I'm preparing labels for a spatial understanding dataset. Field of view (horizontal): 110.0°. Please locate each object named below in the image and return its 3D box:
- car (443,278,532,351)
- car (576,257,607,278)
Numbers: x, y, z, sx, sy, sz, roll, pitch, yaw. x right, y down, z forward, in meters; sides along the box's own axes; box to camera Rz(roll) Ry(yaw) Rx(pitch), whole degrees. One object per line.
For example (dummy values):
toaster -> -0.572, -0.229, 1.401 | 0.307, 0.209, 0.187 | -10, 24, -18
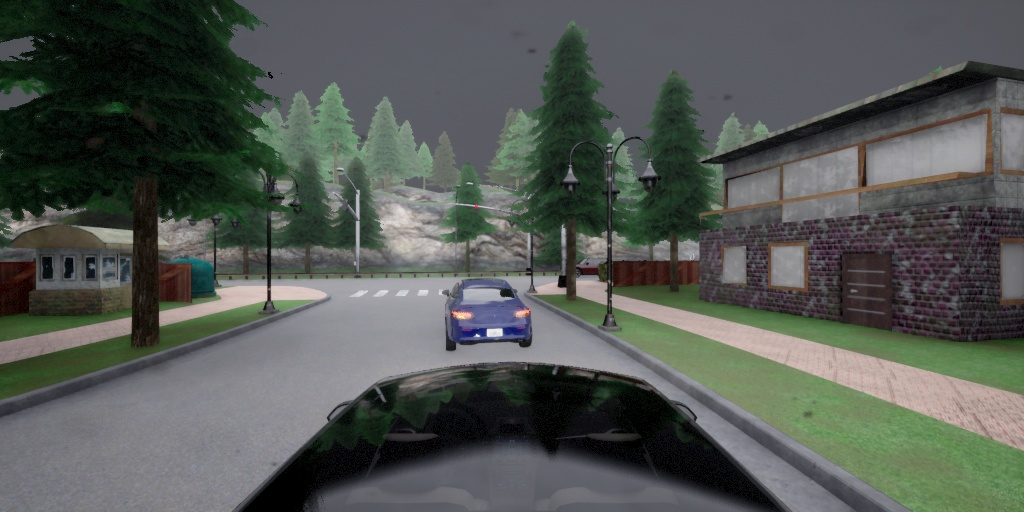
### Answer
car -> -0.748, 1.276, 9.001 | 1.812, 1.442, 4.674 | 0, 0, -11
car -> 6.635, 0.945, 31.479 | 4.553, 1.767, 2.097 | 0, 0, -12
